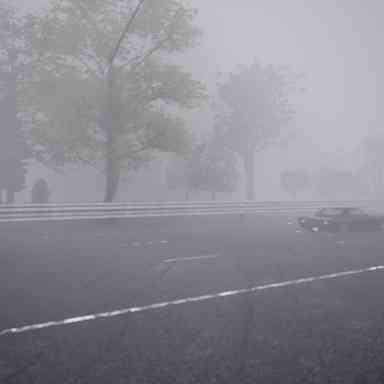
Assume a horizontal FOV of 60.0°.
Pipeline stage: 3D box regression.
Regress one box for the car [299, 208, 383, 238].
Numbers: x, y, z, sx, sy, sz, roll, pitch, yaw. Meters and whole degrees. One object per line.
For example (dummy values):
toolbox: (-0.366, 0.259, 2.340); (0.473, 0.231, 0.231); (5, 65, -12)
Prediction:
car: (7.629, 1.414, 16.316); (4.718, 1.301, 1.895); (0, 0, -27)
